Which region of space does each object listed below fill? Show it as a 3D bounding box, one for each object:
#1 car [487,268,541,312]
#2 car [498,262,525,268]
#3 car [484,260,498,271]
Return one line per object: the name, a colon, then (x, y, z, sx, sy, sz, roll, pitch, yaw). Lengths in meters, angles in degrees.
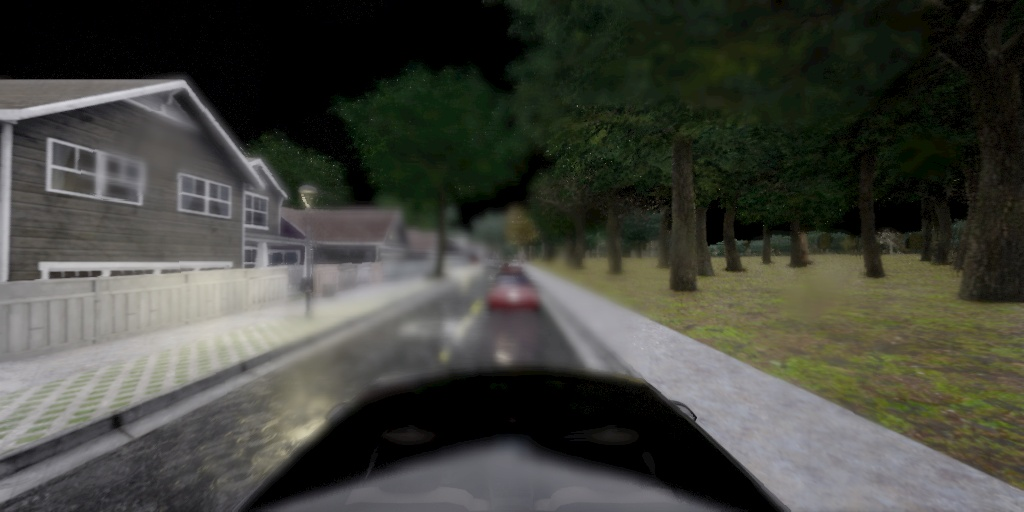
car: (0.076, 1.333, 14.273, 1.994, 1.385, 4.181, 0, 0, 0)
car: (0.085, 1.278, 30.329, 1.882, 1.535, 5.008, 0, 0, 0)
car: (-2.821, 1.349, 50.407, 1.837, 1.490, 4.892, 0, 0, 0)
